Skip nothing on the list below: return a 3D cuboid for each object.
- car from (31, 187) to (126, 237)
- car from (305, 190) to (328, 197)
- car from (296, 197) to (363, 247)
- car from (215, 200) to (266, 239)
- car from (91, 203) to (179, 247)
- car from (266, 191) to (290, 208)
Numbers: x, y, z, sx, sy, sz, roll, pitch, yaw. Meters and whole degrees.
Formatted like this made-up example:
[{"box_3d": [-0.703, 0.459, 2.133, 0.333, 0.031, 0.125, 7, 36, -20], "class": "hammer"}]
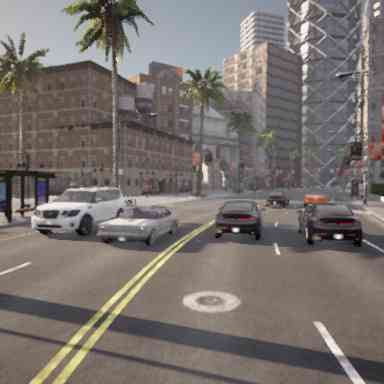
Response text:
[{"box_3d": [-5.015, 0.792, 15.790, 2.150, 2.045, 5.566, 0, 1, 13], "class": "car"}, {"box_3d": [12.308, 0.567, 32.905, 2.097, 1.767, 4.553, 1, 2, 22], "class": "car"}, {"box_3d": [5.460, 1.181, 13.533, 1.837, 1.490, 4.892, 0, 1, 13], "class": "car"}, {"box_3d": [2.222, 1.129, 14.994, 1.837, 1.490, 4.892, 0, 1, 13], "class": "car"}, {"box_3d": [-1.948, 1.245, 13.458, 1.895, 1.301, 4.718, 1, 1, 12], "class": "car"}, {"box_3d": [8.554, 0.700, 32.970, 1.837, 1.490, 4.892, 1, 1, 22], "class": "car"}]
